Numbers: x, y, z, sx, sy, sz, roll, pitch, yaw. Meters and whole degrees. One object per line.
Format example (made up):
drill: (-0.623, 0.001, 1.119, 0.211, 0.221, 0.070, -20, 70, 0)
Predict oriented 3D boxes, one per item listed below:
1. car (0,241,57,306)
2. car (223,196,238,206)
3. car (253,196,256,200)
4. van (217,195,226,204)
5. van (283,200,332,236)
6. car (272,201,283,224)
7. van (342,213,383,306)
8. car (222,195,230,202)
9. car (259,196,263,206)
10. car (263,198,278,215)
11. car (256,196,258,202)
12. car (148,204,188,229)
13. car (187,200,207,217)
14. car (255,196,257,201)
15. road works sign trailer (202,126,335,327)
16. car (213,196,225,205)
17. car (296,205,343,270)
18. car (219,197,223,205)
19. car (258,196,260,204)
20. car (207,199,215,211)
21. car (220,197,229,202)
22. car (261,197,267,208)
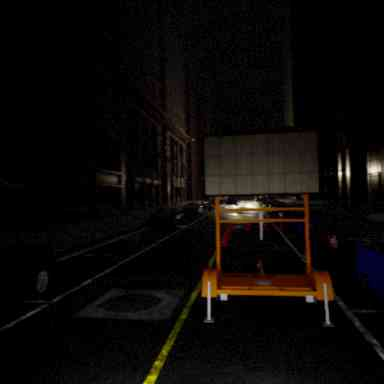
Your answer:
car: (-4.514, 1.709, 6.595, 1.887, 1.381, 4.507, -1, 0, 9)
car: (7.075, 1.545, 59.462, 2.097, 1.767, 4.553, -2, 0, 9)
car: (15.780, 1.604, 77.364, 1.887, 1.381, 4.507, -1, 0, 9)
van: (6.452, 1.624, 73.192, 1.690, 1.788, 3.998, -1, 0, 9)
van: (5.721, 1.305, 16.316, 1.690, 1.788, 3.998, -1, 0, 9)
car: (6.639, 1.527, 21.864, 2.008, 1.369, 4.403, -1, 0, 9)
van: (3.893, 1.277, 5.215, 1.690, 1.788, 3.998, -1, 0, 9)
car: (9.195, 1.738, 89.841, 1.967, 1.590, 4.097, -1, 0, 9)
car: (10.295, 1.564, 44.063, 1.887, 1.381, 4.507, -1, 0, 9)
car: (8.467, 1.551, 32.964, 2.008, 1.369, 4.403, -1, 0, 9)
car: (12.124, 1.581, 55.163, 1.887, 1.381, 4.507, -1, 0, 9)
car: (-1.771, 1.750, 23.244, 1.887, 1.381, 4.507, -1, 0, 9)
car: (0.057, 1.779, 34.343, 2.008, 1.369, 4.403, -1, 0, 9)
car: (13.038, 1.609, 60.714, 1.947, 1.339, 4.313, -1, 0, 9)
road works sign trailer: (1.466, 0.476, 7.096, 2.380, 3.560, 2.880, -2, 0, 9)
car: (5.540, 1.717, 67.642, 1.967, 1.590, 4.097, -1, 0, 9)
car: (4.809, 1.391, 10.764, 1.967, 1.590, 4.097, -1, 0, 9)
car: (3.714, 1.847, 56.542, 1.802, 1.307, 4.206, -1, 0, 9)
car: (11.210, 1.573, 49.613, 1.887, 1.381, 4.507, -1, 0, 9)
car: (1.857, 1.773, 45.275, 1.752, 1.417, 4.829, -1, 0, 9)
car: (8.283, 1.859, 84.291, 1.947, 1.339, 4.313, -1, 0, 9)
car: (9.381, 1.555, 38.514, 1.887, 1.381, 4.507, -1, 0, 9)
